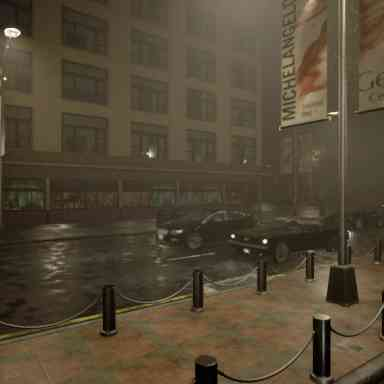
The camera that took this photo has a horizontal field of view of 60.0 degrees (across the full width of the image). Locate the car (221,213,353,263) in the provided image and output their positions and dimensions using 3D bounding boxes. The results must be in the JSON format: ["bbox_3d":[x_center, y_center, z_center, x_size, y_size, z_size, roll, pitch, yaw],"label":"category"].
[{"bbox_3d":[3.570,1.601,12.101,4.718,1.301,1.895,0,0,-36],"label":"car"}]

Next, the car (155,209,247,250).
[{"bbox_3d":[0.782,1.492,14.405,4.902,1.511,2.128,0,0,-35],"label":"car"}]

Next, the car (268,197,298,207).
[{"bbox_3d":[14.159,1.491,52.098,2.128,1.511,4.902,0,0,-37],"label":"car"}]

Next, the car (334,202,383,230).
[{"bbox_3d":[10.390,1.562,21.338,4.181,1.385,1.994,0,0,-36],"label":"car"}]

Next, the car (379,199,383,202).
[{"bbox_3d":[25.301,1.222,39.508,5.566,2.045,2.150,0,1,20],"label":"car"}]
